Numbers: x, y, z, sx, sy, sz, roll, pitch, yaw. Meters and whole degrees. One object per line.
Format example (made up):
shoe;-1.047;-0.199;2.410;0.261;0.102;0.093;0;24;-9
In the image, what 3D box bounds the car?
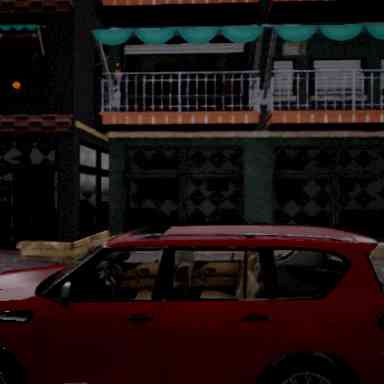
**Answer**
car;-0.294;1.317;3.884;5.009;1.841;2.192;1;0;3
